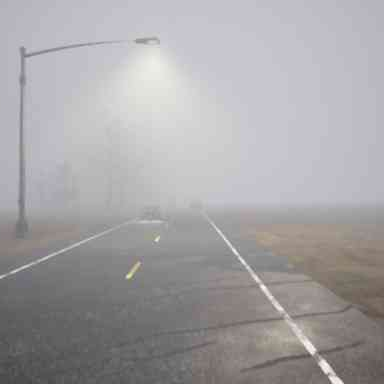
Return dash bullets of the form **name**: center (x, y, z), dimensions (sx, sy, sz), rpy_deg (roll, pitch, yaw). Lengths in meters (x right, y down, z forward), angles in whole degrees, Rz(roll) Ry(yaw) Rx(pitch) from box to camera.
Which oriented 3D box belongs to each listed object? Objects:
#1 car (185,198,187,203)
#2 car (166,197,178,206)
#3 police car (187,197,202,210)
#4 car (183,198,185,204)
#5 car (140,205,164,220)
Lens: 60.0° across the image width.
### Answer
- **car**: center (0.271, 2.013, 69.183), dimensions (2.150, 2.045, 5.566), rpy_deg (0, -1, -1)
- **car**: center (-4.376, 2.035, 73.108), dimensions (2.150, 2.045, 5.566), rpy_deg (0, -1, -1)
- **police car**: center (0.599, 2.022, 53.248), dimensions (1.930, 1.638, 5.238), rpy_deg (0, -1, -1)
- **car**: center (-1.271, 2.277, 87.840), dimensions (2.097, 1.767, 4.553), rpy_deg (0, -1, -2)
- **car**: center (-3.751, 1.912, 31.637), dimensions (1.994, 1.385, 4.181), rpy_deg (0, -1, -1)
